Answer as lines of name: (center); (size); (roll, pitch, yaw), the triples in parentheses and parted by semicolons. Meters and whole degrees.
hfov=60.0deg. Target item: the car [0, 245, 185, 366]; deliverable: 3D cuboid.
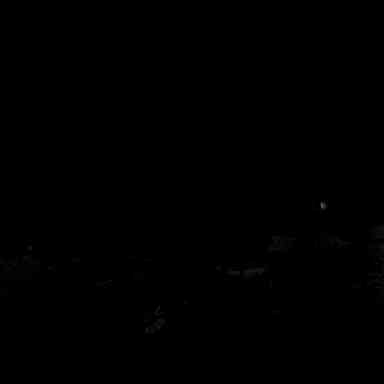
car: (-2.115, 1.566, 5.027); (4.313, 1.339, 1.947); (0, 0, -35)

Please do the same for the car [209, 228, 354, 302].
car: (2.365, 1.582, 8.220); (4.206, 1.307, 1.802); (0, 0, -35)
